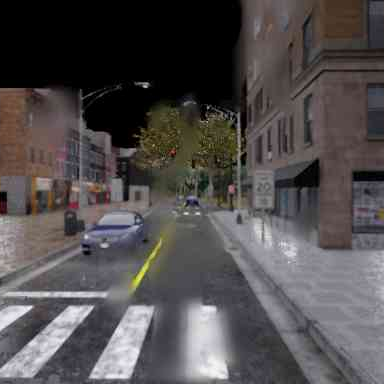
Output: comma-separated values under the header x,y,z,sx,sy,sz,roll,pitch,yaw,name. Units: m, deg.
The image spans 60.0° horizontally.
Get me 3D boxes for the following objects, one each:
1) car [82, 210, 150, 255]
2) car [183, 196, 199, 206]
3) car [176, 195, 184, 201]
x,y,z,sx,sy,sz,roll,pitch,yaw,name
-2.833,1.490,13.279,1.812,1.442,4.674,0,0,1,car
0.036,1.351,52.922,1.882,1.535,5.008,0,0,0,car
-2.701,1.391,78.725,2.128,1.511,4.902,0,0,0,car
